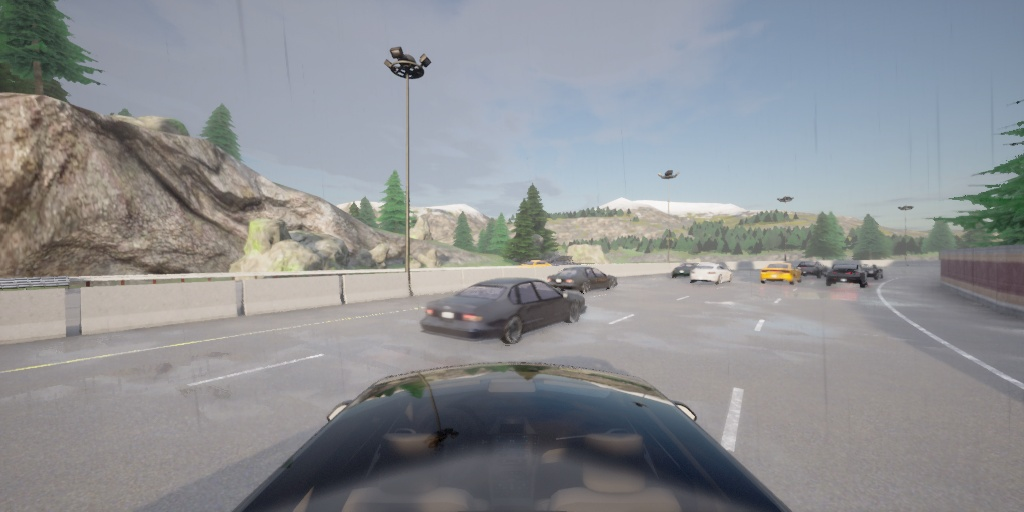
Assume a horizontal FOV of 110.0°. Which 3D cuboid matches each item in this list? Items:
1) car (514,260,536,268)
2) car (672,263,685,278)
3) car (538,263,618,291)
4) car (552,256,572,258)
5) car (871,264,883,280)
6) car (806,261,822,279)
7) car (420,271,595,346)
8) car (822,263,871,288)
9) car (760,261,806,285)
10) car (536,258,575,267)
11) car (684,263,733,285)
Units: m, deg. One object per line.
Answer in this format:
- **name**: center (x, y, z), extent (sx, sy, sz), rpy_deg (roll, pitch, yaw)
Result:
- **car**: center (2.358, 1.227, 38.996), extent (5.008, 1.535, 1.882), rpy_deg (0, 0, -44)
- **car**: center (16.204, 1.312, 32.518), extent (4.181, 1.385, 1.994), rpy_deg (0, 0, -44)
- **car**: center (3.987, 1.297, 20.027), extent (2.033, 1.411, 5.357), rpy_deg (0, 0, 41)
- **car**: center (6.780, 0.976, 52.486), extent (5.566, 2.045, 2.150), rpy_deg (0, 0, -40)
- **car**: center (30.445, 1.350, 30.879), extent (4.718, 1.301, 1.895), rpy_deg (0, 0, -39)
- **car**: center (27.742, 1.241, 33.176), extent (4.902, 1.511, 2.128), rpy_deg (0, 0, -39)
- **car**: center (0.115, 1.297, 9.596), extent (2.033, 1.411, 5.357), rpy_deg (0, 0, 36)
- **car**: center (22.496, 1.255, 24.057), extent (4.892, 1.490, 1.837), rpy_deg (0, 0, -43)
- **car**: center (19.790, 1.227, 26.313), extent (5.008, 1.535, 1.882), rpy_deg (0, 0, -44)
- **car**: center (5.151, 1.241, 36.825), extent (4.902, 1.511, 2.128), rpy_deg (0, 0, -44)
- **car**: center (14.560, 1.275, 26.162), extent (4.674, 1.442, 1.812), rpy_deg (0, 0, -45)
